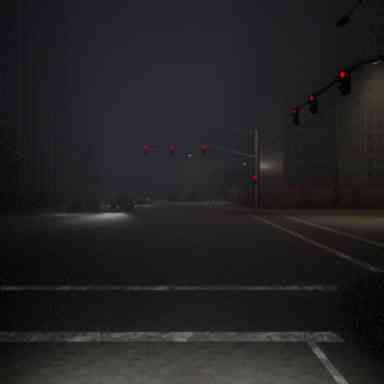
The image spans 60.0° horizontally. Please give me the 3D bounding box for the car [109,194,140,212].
[{"bbox_3d":[-7.146,1.206,34.474,2.128,1.511,4.902,0,0,0],"label":"car"}]

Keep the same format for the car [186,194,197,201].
[{"bbox_3d":[-0.106,1.017,65.947,1.994,1.385,4.181,0,0,0],"label":"car"}]

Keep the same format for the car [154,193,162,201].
[{"bbox_3d":[-7.106,0.982,66.111,1.812,1.442,4.674,0,0,0],"label":"car"}]

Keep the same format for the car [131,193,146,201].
[{"bbox_3d":[-10.606,1.006,66.106,2.033,1.411,5.357,0,0,0],"label":"car"}]

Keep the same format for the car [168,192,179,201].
[{"bbox_3d":[-3.606,0.806,65.910,2.097,1.767,4.553,0,0,0],"label":"car"}]

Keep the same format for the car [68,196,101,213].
[{"bbox_3d":[-10.820,1.198,33.723,1.882,1.535,5.008,0,0,4],"label":"car"}]

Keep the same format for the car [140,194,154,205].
[{"bbox_3d":[-7.157,1.119,49.028,1.812,1.442,4.674,0,1,0],"label":"car"}]

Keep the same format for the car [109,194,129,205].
[{"bbox_3d":[-10.655,1.120,48.910,1.812,1.442,4.674,0,0,0],"label":"car"}]
